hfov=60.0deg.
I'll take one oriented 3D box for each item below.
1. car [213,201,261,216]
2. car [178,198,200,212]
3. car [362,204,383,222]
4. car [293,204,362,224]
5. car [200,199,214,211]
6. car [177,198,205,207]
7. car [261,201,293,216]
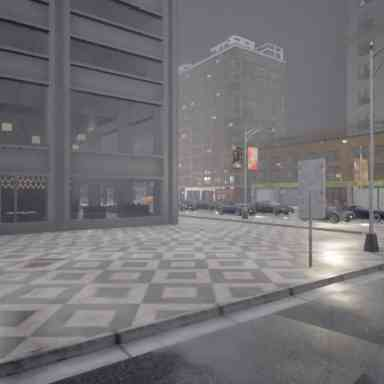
[{"bbox_3d":[4.513,1.654,33.721,1.994,1.385,4.181,0,0,-36],"label":"car"},{"bbox_3d":[-1.366,1.687,41.861,1.994,1.385,4.181,0,0,-35],"label":"car"},{"bbox_3d":[13.603,1.648,26.692,1.895,1.301,4.718,0,0,-36],"label":"car"},{"bbox_3d":[10.333,1.616,25.670,1.994,1.385,4.181,0,0,-36],"label":"car"},{"bbox_3d":[1.964,1.666,42.786,2.033,1.411,5.357,0,0,-36],"label":"car"},{"bbox_3d":[-0.280,1.699,57.319,2.033,1.411,5.357,0,0,-38],"label":"car"},{"bbox_3d":[7.947,1.632,34.506,2.033,1.411,5.357,0,0,-36],"label":"car"}]
